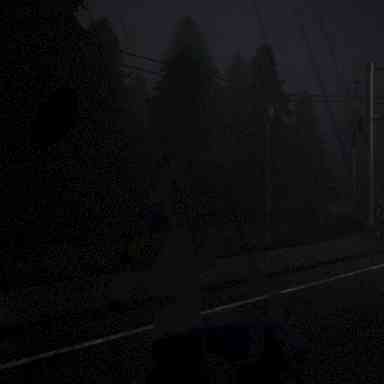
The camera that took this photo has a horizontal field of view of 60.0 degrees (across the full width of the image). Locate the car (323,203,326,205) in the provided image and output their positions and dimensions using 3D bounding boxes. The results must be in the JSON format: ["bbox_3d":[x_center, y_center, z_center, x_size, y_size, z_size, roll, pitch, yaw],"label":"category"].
[{"bbox_3d":[15.212,1.491,43.517,2.128,1.511,4.902,0,0,-27],"label":"car"}]

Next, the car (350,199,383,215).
[{"bbox_3d":[17.936,1.505,33.493,1.837,1.490,4.892,0,0,-5],"label":"car"}]

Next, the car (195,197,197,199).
[{"bbox_3d":[-0.165,1.601,65.211,4.718,1.301,1.895,0,0,27],"label":"car"}]
